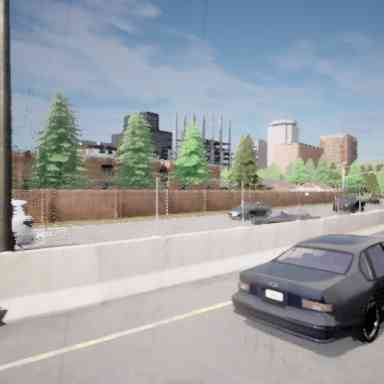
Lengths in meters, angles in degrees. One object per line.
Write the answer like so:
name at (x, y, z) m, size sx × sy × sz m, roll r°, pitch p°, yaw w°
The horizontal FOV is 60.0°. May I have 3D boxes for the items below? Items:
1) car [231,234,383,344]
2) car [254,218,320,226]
car at (3.131, 1.558, 6.501) m, size 5.357 × 1.411 × 2.033 m, roll 0°, pitch 0°, yaw -40°
car at (5.188, 1.643, 18.226) m, size 1.895 × 1.301 × 4.718 m, roll 0°, pitch 0°, yaw 45°
